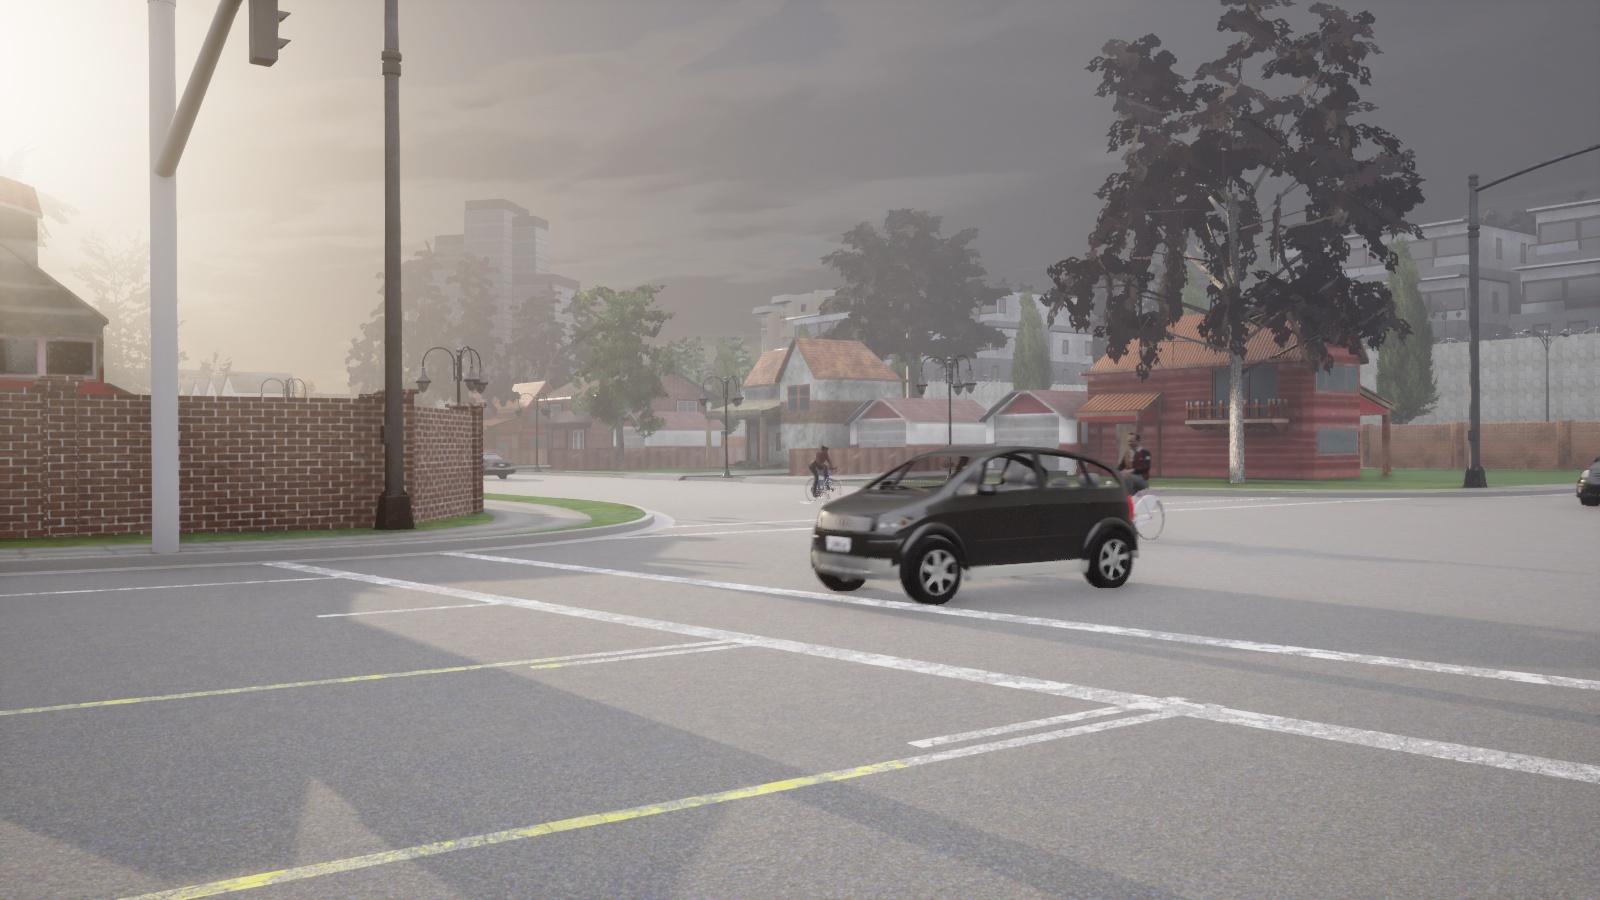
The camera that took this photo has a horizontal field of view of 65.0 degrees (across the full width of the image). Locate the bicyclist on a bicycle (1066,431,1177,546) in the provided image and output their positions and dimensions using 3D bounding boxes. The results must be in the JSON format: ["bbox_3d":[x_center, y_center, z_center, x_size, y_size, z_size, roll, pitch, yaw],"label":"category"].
[{"bbox_3d":[5.146,0.586,20.037,1.843,1.776,0.659,0,0,-35],"label":"bicyclist on a bicycle"}]

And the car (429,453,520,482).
[{"bbox_3d":[-16.710,0.871,64.328,5.357,1.411,2.033,0,0,44],"label":"car"}]

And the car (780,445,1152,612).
[{"bbox_3d":[1.829,0.730,13.463,3.705,1.549,1.789,0,0,-35],"label":"car"}]

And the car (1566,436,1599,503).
[{"bbox_3d":[20.822,0.444,30.953,3.988,1.617,1.851,-1,0,-35],"label":"car"}]

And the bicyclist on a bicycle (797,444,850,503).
[{"bbox_3d":[0.659,0.688,35.764,0.582,1.620,1.656,-1,-2,-36],"label":"bicyclist on a bicycle"}]
